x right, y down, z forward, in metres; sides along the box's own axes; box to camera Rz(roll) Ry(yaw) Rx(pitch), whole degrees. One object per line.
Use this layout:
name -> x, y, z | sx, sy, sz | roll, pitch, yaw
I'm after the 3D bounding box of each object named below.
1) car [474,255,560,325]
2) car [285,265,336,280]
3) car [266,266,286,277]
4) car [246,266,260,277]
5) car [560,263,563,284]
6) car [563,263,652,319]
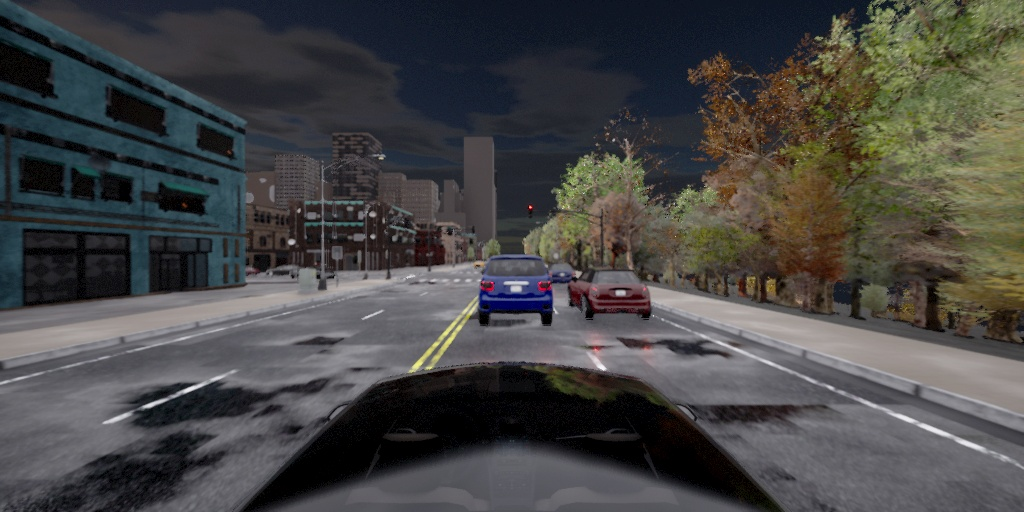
car -> 0.095, 1.027, 12.184 | 2.150, 2.045, 5.566 | 0, -1, 0
car -> -19.962, 1.776, 36.329 | 4.313, 1.339, 1.948 | 0, 0, 0
car -> -28.299, 1.824, 44.838 | 4.403, 1.370, 2.007 | 0, 0, 0
car -> -33.835, 1.918, 44.842 | 4.207, 1.307, 1.802 | 0, 0, 0
car -> 3.341, 1.248, 25.994 | 2.097, 1.767, 4.553 | 0, 0, 0
car -> 3.346, 1.173, 13.186 | 2.097, 1.767, 4.553 | 0, 0, 0
